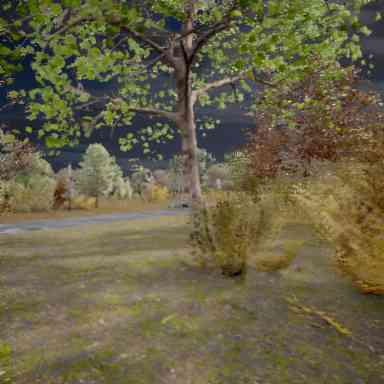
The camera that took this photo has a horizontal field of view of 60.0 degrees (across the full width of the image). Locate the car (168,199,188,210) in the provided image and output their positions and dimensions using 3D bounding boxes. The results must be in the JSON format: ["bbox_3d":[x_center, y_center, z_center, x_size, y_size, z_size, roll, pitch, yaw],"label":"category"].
[{"bbox_3d":[-1.583,1.734,47.140,2.128,1.511,4.902,-1,0,27],"label":"car"}]
